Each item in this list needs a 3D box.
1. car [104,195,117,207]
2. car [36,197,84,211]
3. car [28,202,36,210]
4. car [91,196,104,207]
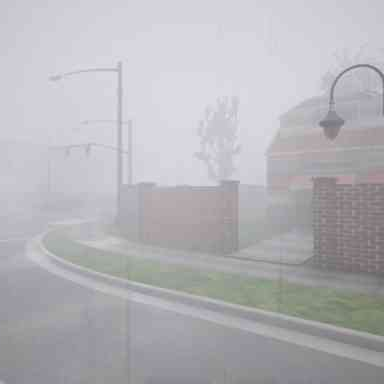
[{"bbox_3d":[-9.356,1.296,46.005,1.812,1.442,4.674,0,1,37],"label":"car"},{"bbox_3d":[-14.936,1.385,38.621,1.837,1.490,4.892,0,1,36],"label":"car"},{"bbox_3d":[-17.666,1.409,40.809,1.812,1.442,4.674,0,1,37],"label":"car"},{"bbox_3d":[-12.264,1.281,47.955,1.837,1.490,4.892,0,1,37],"label":"car"}]
